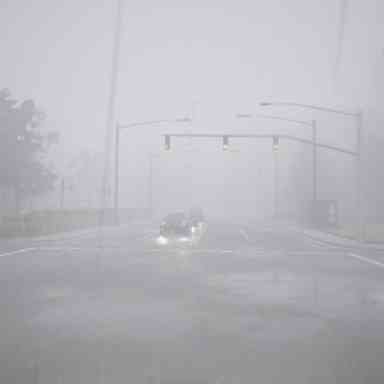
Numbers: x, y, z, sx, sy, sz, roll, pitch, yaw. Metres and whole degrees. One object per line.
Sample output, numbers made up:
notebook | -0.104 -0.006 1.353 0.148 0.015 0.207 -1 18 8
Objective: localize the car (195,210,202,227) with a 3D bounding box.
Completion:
car | -0.368 3.018 36.363 1.994 1.385 4.181 0 -2 5

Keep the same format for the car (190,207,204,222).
car | 0.537 3.107 46.993 2.150 2.045 5.566 0 -2 5

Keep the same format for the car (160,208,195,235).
car | -1.196 2.403 26.471 2.097 1.767 4.553 0 -2 5
